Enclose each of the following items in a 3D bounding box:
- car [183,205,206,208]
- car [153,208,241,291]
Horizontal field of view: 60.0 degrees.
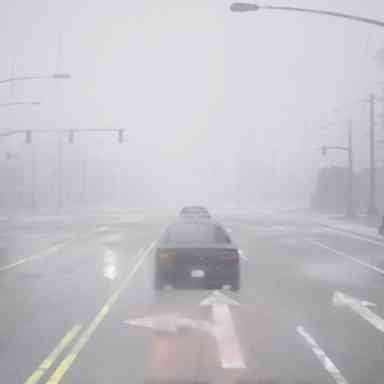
[{"bbox_3d":[0.140,1.474,19.373,2.033,1.411,5.357,0,0,-2],"label":"car"},{"bbox_3d":[0.102,1.430,8.935,1.882,1.535,5.008,0,0,0],"label":"car"}]
